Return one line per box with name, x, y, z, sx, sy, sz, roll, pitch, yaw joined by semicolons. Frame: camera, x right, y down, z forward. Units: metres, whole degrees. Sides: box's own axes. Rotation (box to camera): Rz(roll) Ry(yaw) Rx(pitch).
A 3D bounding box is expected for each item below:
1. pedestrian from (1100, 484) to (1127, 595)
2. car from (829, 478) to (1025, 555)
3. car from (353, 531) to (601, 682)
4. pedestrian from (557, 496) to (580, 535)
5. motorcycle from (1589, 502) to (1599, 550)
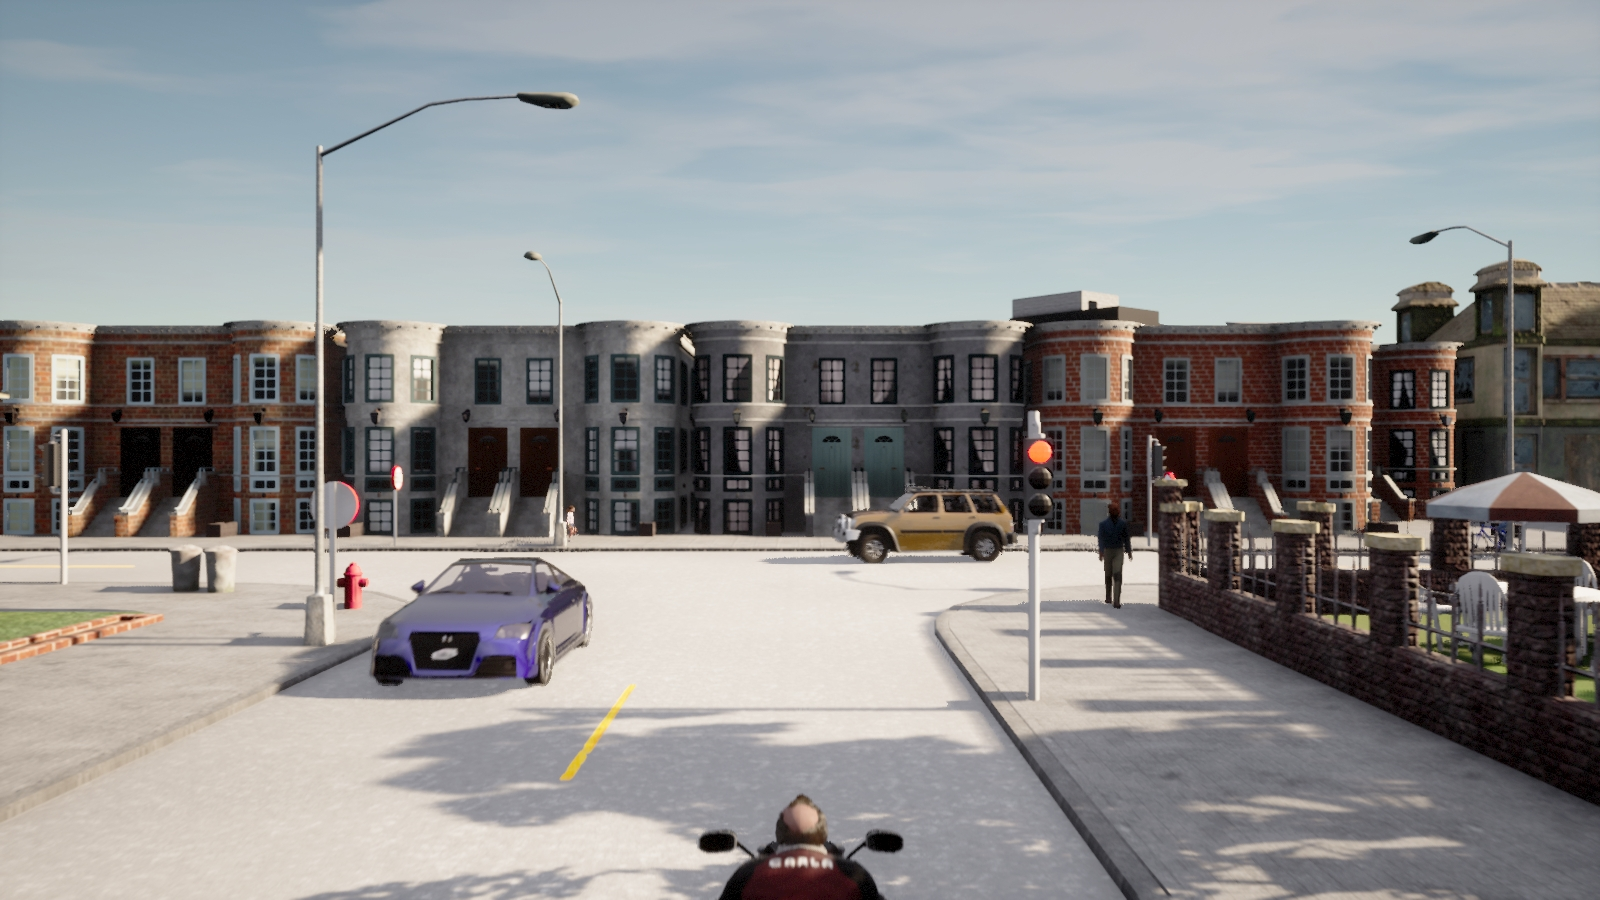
pedestrian;5.360;1.516;19.538;0.375;1.860;0.375;0;0;6
car;3.170;1.644;29.037;4.605;1.855;1.932;0;-1;-8
car;-3.985;1.898;14.891;1.994;1.385;4.181;0;0;1
pedestrian;-6.758;1.904;33.384;0.500;1.100;0.500;0;0;10
motorcycle;21.477;1.962;29.366;1.805;1.236;0.856;0;0;0
